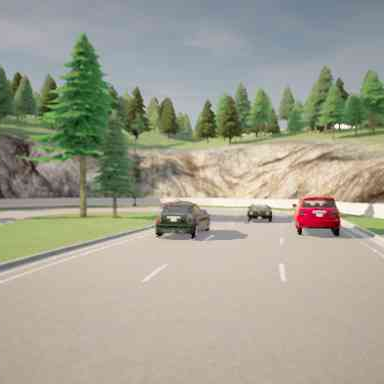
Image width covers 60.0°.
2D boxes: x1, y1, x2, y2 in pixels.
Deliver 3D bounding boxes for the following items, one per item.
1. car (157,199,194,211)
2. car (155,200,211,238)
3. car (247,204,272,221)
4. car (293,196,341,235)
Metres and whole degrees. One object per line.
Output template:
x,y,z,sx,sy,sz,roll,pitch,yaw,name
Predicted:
-2.072,1.662,42.130,4.181,1.385,1.994,0,0,25,car
-0.350,1.395,18.200,2.097,1.767,4.553,0,0,14,car
5.580,1.668,27.459,1.895,1.301,4.718,0,0,11,car
7.138,1.269,19.330,2.150,2.045,5.566,0,0,15,car
